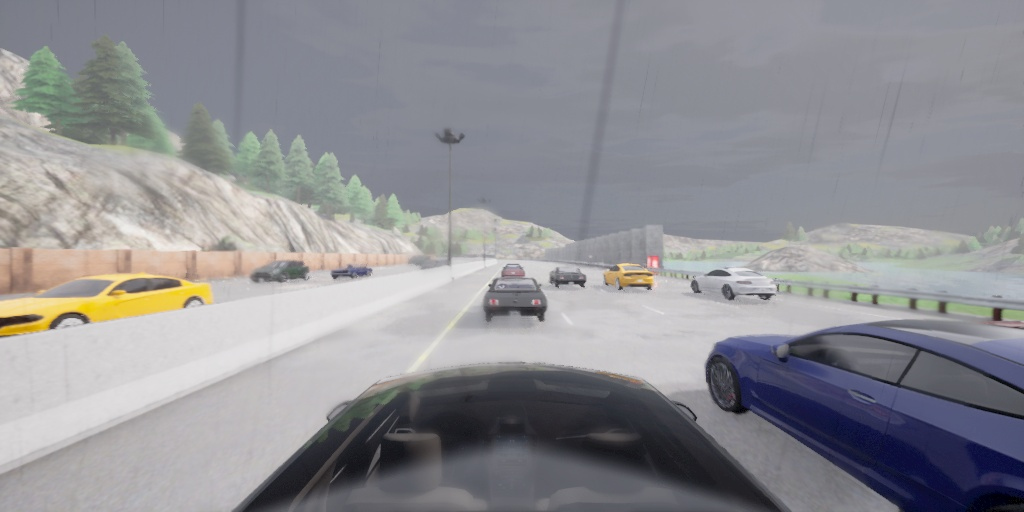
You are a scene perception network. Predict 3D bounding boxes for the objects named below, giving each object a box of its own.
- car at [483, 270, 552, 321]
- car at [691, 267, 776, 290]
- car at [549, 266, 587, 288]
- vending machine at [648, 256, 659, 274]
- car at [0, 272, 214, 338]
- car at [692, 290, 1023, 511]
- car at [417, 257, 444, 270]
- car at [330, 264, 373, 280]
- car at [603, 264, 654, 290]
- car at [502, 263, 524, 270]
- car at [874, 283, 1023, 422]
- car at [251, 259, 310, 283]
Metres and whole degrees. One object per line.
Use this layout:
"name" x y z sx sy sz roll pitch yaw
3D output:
"car" 0.097 1.351 12.421 1.895 1.301 4.718 0 0 0
"car" 10.595 1.277 17.460 1.812 1.442 4.674 0 0 0
"car" 3.594 1.352 23.949 1.895 1.301 4.718 0 0 0
"vending machine" 15.487 0.947 39.348 1.100 2.100 0.880 0 0 0
"car" -10.604 1.227 9.485 1.882 1.535 5.008 0 0 0
"car" 3.600 1.276 3.072 1.812 1.442 4.674 0 0 0
"car" -10.611 1.252 47.020 1.837 1.490 4.892 0 1 0
"car" -14.109 1.351 31.737 1.895 1.301 4.718 0 0 0
"car" 7.093 1.228 22.330 1.882 1.535 5.008 0 0 0
"car" 0.090 1.315 30.337 1.994 1.385 4.181 0 0 0
"car" 7.100 1.228 3.597 1.882 1.535 5.008 0 0 0
"car" -17.607 1.101 27.480 2.097 1.767 4.553 0 0 0
